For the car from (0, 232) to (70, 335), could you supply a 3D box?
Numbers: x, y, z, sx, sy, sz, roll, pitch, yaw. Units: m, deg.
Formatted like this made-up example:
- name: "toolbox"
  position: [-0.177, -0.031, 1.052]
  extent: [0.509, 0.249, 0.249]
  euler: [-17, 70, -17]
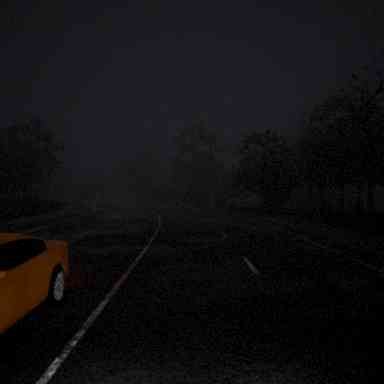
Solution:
- name: "car"
  position: [-3.586, 1.444, 5.195]
  extent: [1.882, 1.535, 5.008]
  euler: [0, 1, 0]
